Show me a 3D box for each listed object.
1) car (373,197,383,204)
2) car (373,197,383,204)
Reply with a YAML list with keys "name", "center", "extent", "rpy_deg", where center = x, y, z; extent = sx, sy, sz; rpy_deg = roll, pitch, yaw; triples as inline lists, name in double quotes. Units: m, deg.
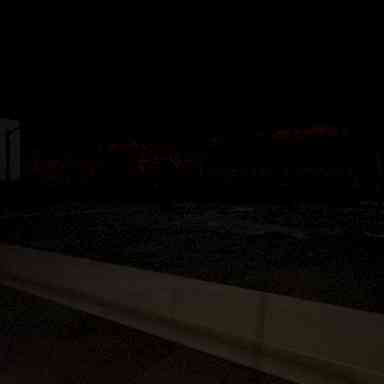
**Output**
- name: "car"
  center: [37.532, 1.732, 65.317]
  extent: [2.038, 1.542, 4.974]
  rpy_deg: [1, 1, 6]
- name: "car"
  center: [37.539, 1.574, 65.367]
  extent: [1.853, 1.218, 4.536]
  rpy_deg: [1, 1, 6]
